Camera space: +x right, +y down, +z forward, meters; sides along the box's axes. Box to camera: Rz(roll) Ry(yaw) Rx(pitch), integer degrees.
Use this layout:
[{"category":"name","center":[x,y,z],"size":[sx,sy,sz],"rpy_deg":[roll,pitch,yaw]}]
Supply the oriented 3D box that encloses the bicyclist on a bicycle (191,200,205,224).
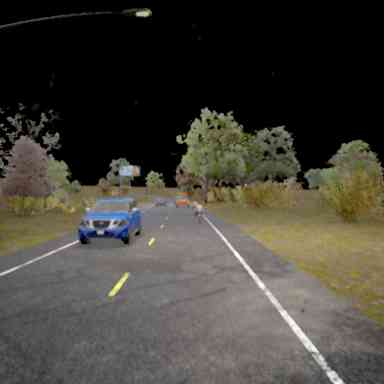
[{"category":"bicyclist on a bicycle","center":[0.563,1.558,25.361],"size":[0.866,1.612,1.509],"rpy_deg":[0,0,-1]}]

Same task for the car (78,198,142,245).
[{"category":"car","center":[-3.771,1.304,16.301],"size":[2.150,2.045,5.566],"rpy_deg":[0,0,-1]}]

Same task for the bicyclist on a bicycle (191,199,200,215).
[{"category":"bicyclist on a bicycle","center":[0.316,1.598,34.781],"size":[0.866,1.612,1.509],"rpy_deg":[0,0,-2]}]

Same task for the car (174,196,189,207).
[{"category":"car","center":[-1.600,1.599,56.177],"size":[2.097,1.767,4.553],"rpy_deg":[0,0,-3]}]

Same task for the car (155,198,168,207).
[{"category":"car","center":[-5.328,1.761,57.726],"size":[1.837,1.490,4.892],"rpy_deg":[0,0,-3]}]

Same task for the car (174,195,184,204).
[{"category":"car","center":[-2.873,1.667,73.999],"size":[2.097,1.767,4.553],"rpy_deg":[0,0,-4]}]
